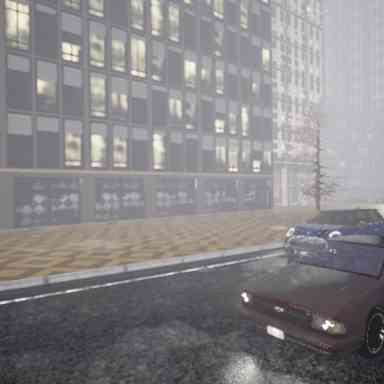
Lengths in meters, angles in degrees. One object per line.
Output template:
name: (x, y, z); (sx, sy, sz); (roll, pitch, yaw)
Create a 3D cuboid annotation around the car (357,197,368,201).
car: (30.019, 1.454, 61.010); (1.802, 1.307, 4.206); (-1, 1, -39)

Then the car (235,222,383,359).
car: (3.278, 1.554, 6.205); (5.357, 1.411, 2.033); (0, 0, -37)

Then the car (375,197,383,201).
car: (33.574, 1.474, 56.572); (1.947, 1.339, 4.313); (-1, 1, -39)

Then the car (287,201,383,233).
car: (5.344, 1.367, 11.952); (4.553, 1.767, 2.097); (0, 0, -39)
